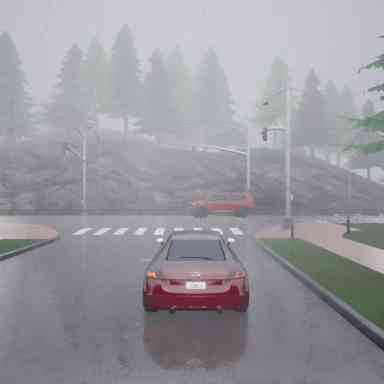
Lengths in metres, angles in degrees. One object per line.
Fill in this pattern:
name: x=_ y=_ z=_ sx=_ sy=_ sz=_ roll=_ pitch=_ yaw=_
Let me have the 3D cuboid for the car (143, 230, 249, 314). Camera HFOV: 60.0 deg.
car: x=0.084 y=1.564 z=7.685 sx=1.994 sy=1.385 sz=4.181 roll=0 pitch=0 yaw=0

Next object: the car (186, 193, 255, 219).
car: x=2.294 y=1.060 z=26.791 sx=5.566 sy=2.045 sz=2.150 roll=0 pitch=0 yaw=-10
